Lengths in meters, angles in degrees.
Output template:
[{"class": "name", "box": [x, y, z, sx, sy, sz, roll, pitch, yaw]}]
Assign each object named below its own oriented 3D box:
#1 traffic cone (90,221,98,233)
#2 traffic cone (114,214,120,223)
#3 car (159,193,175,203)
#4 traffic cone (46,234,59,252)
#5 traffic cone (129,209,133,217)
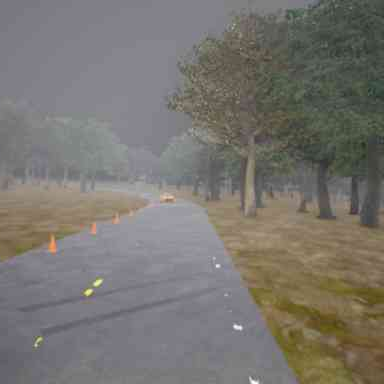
[{"class": "traffic cone", "box": [-4.912, 1.753, 16.749, 0.340, 0.580, 0.340, 1, 0, 0]}, {"class": "traffic cone", "box": [-4.899, 1.712, 21.749, 0.340, 0.580, 0.340, 1, 0, 0]}, {"class": "car", "box": [-3.918, 0.892, 51.927, 1.882, 1.535, 5.008, 1, 1, -13]}, {"class": "traffic cone", "box": [-4.924, 1.795, 11.749, 0.340, 0.580, 0.340, 1, 0, 0]}, {"class": "traffic cone", "box": [-4.887, 1.671, 26.749, 0.340, 0.580, 0.340, 1, 0, 0]}]
